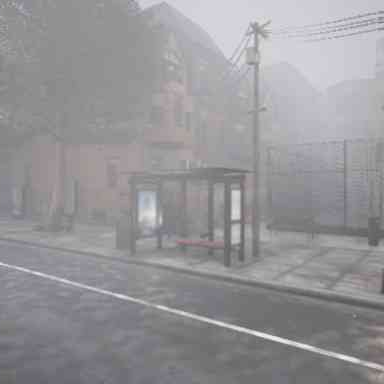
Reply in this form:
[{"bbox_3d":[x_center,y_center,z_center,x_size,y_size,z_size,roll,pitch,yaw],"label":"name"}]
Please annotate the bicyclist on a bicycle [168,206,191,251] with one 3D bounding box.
[{"bbox_3d":[-0.353,1.337,12.356,0.582,1.620,1.656,0,-4,36],"label":"bicyclist on a bicycle"}]
